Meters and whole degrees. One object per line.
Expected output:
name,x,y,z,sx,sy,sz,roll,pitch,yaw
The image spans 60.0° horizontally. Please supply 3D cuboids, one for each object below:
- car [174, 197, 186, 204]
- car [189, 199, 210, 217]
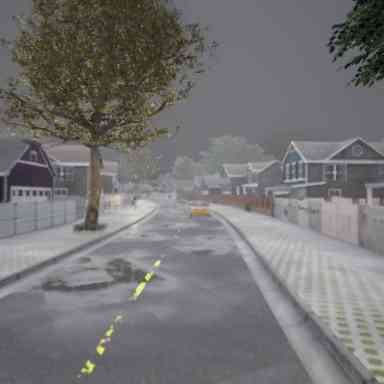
car,-2.287,1.570,62.403,1.895,1.301,4.718,0,0,-9
car,0.671,1.460,30.527,1.801,1.575,5.366,0,1,-1
